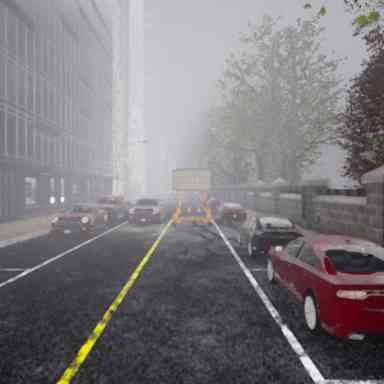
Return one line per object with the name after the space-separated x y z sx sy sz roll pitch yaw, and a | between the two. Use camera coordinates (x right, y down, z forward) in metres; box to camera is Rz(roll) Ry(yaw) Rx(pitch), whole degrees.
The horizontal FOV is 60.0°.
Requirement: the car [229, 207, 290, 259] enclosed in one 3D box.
2.695 1.471 12.073 2.008 1.369 4.403 0 0 0 | car

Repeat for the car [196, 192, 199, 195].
2.219 1.071 56.532 2.008 1.369 4.403 0 1 -2 | car

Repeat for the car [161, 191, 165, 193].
-6.601 0.984 67.687 1.802 1.307 4.206 0 1 -1 | car

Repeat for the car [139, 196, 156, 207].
-6.019 1.199 45.448 1.947 1.339 4.313 0 1 -1 | car

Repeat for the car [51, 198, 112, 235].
-5.829 1.320 17.582 1.967 1.590 4.097 0 0 0 | car

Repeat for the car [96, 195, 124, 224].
-5.827 1.151 23.139 2.192 1.841 5.009 0 0 0 | car

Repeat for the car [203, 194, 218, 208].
2.629 1.272 39.852 1.802 1.307 4.206 0 1 -1 | car

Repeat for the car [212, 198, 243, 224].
2.698 1.381 23.194 1.887 1.381 4.507 0 0 0 | car

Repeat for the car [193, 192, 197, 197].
1.202 0.660 95.435 2.008 1.369 4.403 0 1 -1 | car

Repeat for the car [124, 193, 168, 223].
-3.099 1.186 23.401 2.097 1.767 4.553 0 0 0 | car

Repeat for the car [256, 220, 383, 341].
2.694 1.503 6.513 1.887 1.381 4.507 0 0 0 | car

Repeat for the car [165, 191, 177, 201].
-3.691 0.969 63.690 1.812 1.442 4.674 0 1 -1 | car

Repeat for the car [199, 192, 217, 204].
2.512 0.950 45.415 2.192 1.841 5.009 0 1 -2 | car

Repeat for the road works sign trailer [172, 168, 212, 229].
0.004 0.321 20.468 2.380 3.560 2.880 0 0 0 | road works sign trailer

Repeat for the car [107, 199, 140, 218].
-5.826 1.356 28.703 1.947 1.339 4.313 0 0 0 | car
